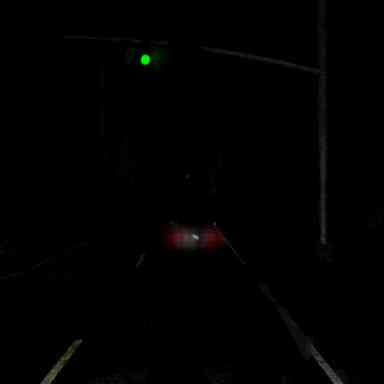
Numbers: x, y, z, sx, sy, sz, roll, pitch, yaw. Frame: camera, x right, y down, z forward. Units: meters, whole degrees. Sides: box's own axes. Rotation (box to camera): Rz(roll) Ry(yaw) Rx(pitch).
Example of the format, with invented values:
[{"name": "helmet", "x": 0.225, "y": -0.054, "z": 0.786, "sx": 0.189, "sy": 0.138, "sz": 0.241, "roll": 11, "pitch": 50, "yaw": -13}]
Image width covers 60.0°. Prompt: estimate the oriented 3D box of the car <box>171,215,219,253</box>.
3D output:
[{"name": "car", "x": 0.102, "y": 1.693, "z": 14.270, "sx": 2.033, "sy": 1.411, "sz": 5.357, "roll": 0, "pitch": -1, "yaw": 0}]
